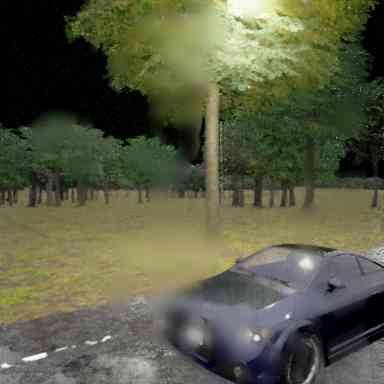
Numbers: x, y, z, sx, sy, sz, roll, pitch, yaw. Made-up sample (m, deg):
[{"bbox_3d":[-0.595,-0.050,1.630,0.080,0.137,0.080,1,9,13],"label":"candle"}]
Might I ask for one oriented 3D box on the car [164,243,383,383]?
[{"bbox_3d":[1.668,1.549,5.179,4.181,1.385,1.994,0,0,-35],"label":"car"}]
